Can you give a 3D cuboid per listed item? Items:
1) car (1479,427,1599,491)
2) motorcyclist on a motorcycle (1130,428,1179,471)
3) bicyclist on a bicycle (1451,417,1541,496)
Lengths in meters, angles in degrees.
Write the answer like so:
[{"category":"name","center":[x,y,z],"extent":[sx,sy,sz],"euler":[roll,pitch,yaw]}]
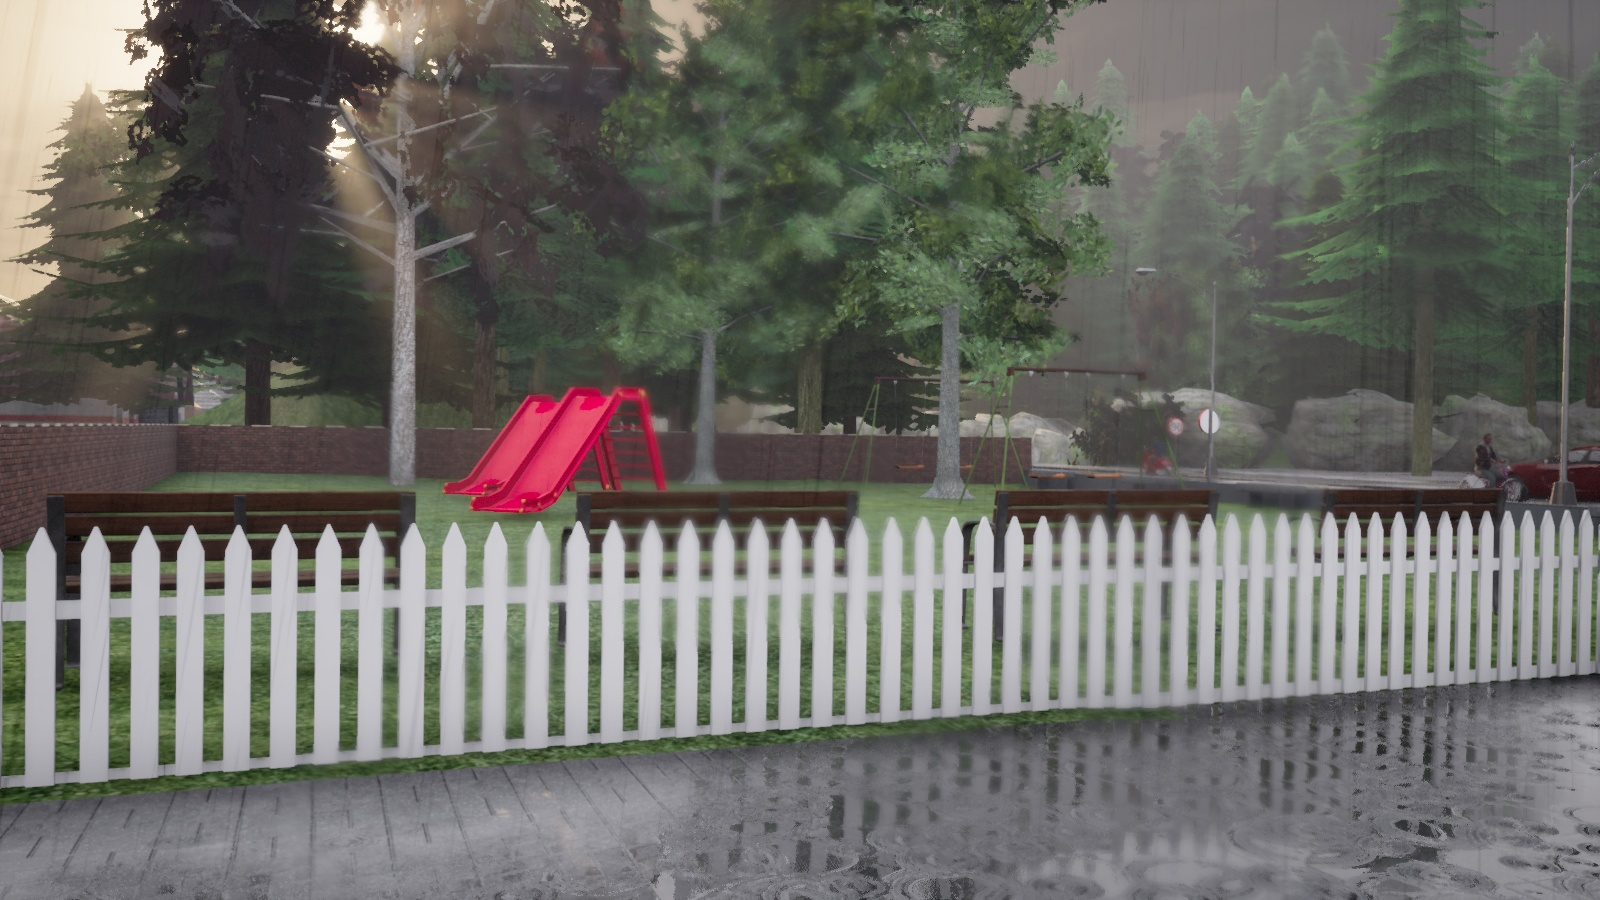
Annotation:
[{"category":"car","center":[19.750,0.200,31.221],"extent":[1.882,1.535,5.008],"euler":[-1,1,-21]},{"category":"motorcyclist on a motorcycle","center":[13.466,-0.024,47.703],"extent":[0.866,1.590,1.817],"euler":[-1,1,-21]},{"category":"bicyclist on a bicycle","center":[16.208,0.144,29.278],"extent":[0.659,1.776,1.843],"euler":[-1,1,-21]}]
